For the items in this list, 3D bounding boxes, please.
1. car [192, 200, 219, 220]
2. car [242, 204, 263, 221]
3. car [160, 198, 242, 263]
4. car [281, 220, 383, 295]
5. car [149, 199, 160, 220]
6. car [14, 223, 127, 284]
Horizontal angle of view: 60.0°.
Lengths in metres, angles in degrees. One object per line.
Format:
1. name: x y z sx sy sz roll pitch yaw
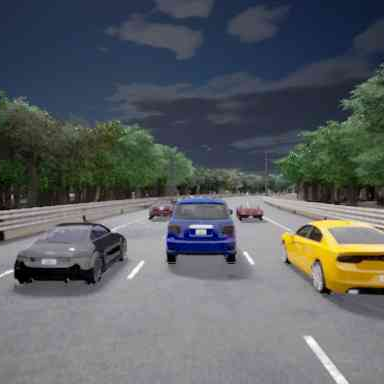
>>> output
1. car: 1.260 1.502 28.936 2.128 1.511 4.902 0 0 4
2. car: 4.654 1.614 27.539 1.895 1.301 4.718 0 0 4
3. car: 0.342 1.226 12.083 2.150 2.045 5.566 0 0 2
4. car: 3.755 1.485 8.784 1.882 1.535 5.008 0 0 1
5. car: -2.269 1.359 28.623 2.097 1.767 4.553 0 0 4
6. car: -3.220 1.564 9.621 1.994 1.385 4.181 0 0 1
